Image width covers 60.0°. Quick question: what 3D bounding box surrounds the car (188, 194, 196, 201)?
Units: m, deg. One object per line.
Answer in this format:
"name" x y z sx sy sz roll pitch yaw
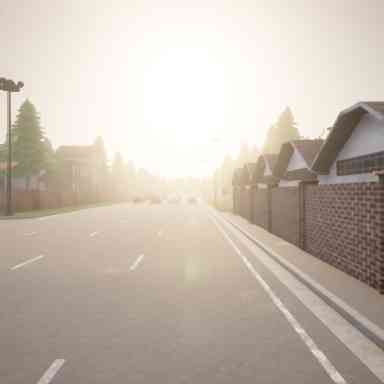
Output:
"car" 0.000 1.346 81.592 1.837 1.490 4.892 0 0 0

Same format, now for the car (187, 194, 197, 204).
"car" 0.000 1.531 65.760 1.812 1.442 4.674 0 0 0

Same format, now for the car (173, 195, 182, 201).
"car" -3.500 1.386 81.592 2.033 1.411 5.357 0 0 0

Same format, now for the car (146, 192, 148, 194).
"car" -10.500 1.138 82.453 2.150 2.045 5.566 0 0 0

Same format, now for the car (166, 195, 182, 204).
"car" -3.500 1.531 65.760 1.812 1.442 4.674 0 0 0

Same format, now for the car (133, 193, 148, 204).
"car" -10.500 1.514 65.760 1.837 1.490 4.892 0 0 0

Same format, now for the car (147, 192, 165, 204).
"car" -7.000 1.364 65.730 2.097 1.767 4.553 0 0 0
